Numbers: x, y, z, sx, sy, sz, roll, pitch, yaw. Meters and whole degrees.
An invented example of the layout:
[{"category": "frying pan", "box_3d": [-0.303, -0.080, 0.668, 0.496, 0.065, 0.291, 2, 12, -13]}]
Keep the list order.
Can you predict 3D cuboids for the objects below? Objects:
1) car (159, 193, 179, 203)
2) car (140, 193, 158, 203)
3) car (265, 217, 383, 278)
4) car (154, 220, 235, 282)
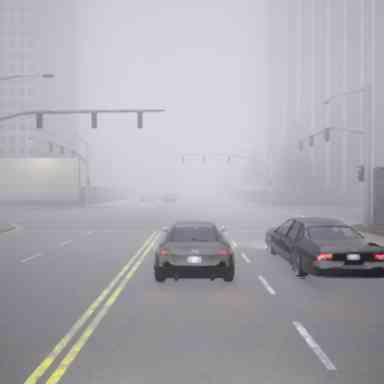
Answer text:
[{"category": "car", "box_3d": [-3.577, 0.871, 53.120, 2.097, 1.767, 4.553, 0, 1, 0]}, {"category": "car", "box_3d": [-7.075, 1.085, 53.053, 1.994, 1.385, 4.181, 0, 0, 0]}, {"category": "car", "box_3d": [3.561, 1.458, 9.815, 2.033, 1.411, 5.357, 0, 1, 0]}, {"category": "car", "box_3d": [0.059, 1.477, 9.510, 1.994, 1.385, 4.181, 0, 1, 0]}]
